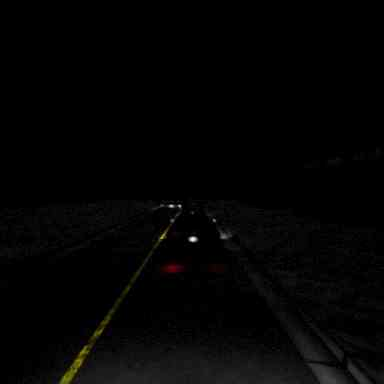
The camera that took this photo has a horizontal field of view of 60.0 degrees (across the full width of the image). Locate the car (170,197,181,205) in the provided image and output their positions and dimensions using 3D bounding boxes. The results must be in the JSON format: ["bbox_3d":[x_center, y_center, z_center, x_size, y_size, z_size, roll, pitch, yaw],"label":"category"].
[{"bbox_3d":[-2.762,1.615,60.476,1.837,1.490,4.892,0,0,4],"label":"car"}]

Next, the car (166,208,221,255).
[{"bbox_3d":[0.051,1.564,13.229,1.994,1.385,4.181,0,0,0],"label":"car"}]

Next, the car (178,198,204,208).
[{"bbox_3d":[0.055,1.500,29.151,1.882,1.535,5.008,0,0,0],"label":"car"}]
